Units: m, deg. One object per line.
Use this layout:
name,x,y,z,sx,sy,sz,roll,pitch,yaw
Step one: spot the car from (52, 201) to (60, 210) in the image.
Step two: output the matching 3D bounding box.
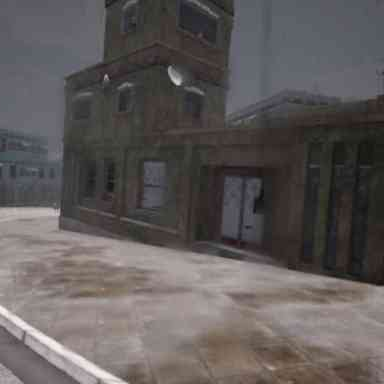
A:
car,-20.996,2.132,56.156,2.150,2.045,5.566,5,-1,18
